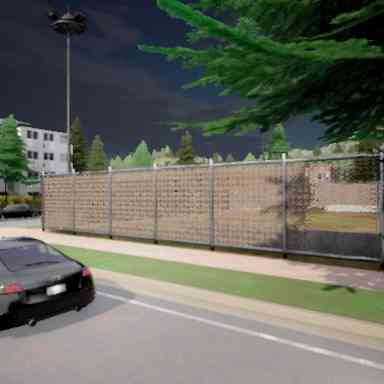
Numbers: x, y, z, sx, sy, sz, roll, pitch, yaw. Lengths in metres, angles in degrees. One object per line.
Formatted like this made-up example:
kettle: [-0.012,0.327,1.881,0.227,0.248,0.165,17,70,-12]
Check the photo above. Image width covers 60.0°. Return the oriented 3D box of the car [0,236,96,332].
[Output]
car: [-3.886,1.607,6.724,4.181,1.385,1.994,0,0,36]

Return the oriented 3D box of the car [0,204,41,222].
car: [-15.335,1.764,28.749,1.895,1.301,4.718,0,0,35]
